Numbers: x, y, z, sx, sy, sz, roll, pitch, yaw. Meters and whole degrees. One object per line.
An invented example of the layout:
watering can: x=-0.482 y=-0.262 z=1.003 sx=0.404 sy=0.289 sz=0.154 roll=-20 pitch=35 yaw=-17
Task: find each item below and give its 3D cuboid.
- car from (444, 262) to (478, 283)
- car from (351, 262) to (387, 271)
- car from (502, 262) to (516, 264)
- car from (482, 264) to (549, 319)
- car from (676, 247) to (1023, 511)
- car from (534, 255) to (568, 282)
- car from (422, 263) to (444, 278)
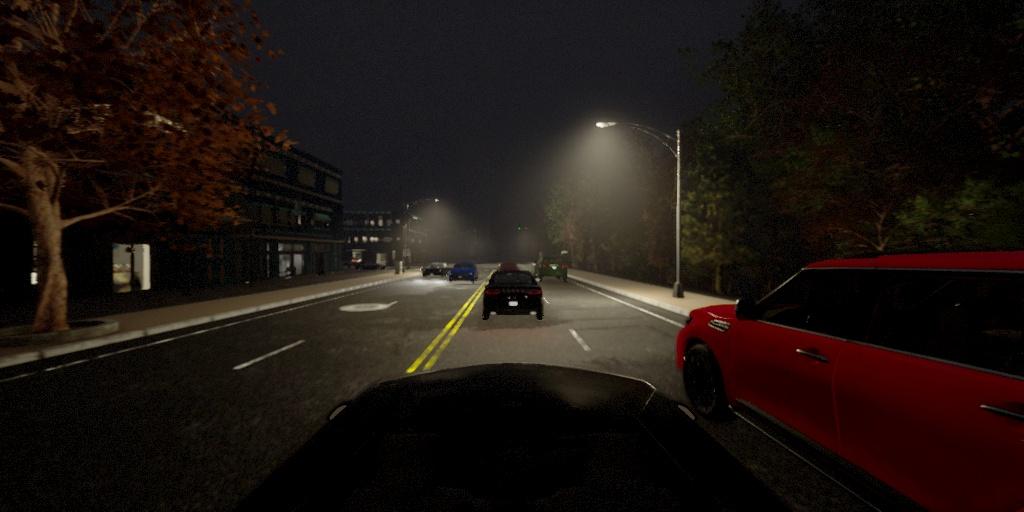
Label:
car: x=-3.671 y=1.202 z=27.679 sx=1.882 sy=1.535 sz=5.008 roll=0 pitch=0 yaw=-1
car: x=-20.688 y=1.520 z=52.717 sx=4.313 sy=1.339 sz=1.948 roll=0 pitch=0 yaw=-1
car: x=-0.261 y=1.248 z=29.820 sx=1.812 sy=1.442 sz=4.674 roll=0 pitch=0 yaw=-1
car: x=0.005 y=1.216 z=12.787 sx=1.882 sy=1.535 sz=5.008 roll=0 pitch=0 yaw=-1
car: x=3.356 y=0.970 z=2.654 sx=2.150 sy=2.045 sz=5.566 roll=0 pitch=0 yaw=0
car: x=3.011 y=0.944 z=28.578 sx=2.150 sy=2.045 sz=5.566 roll=0 pitch=0 yaw=-1
car: x=-7.005 y=1.321 z=33.458 sx=1.895 sy=1.301 sz=4.718 roll=0 pitch=0 yaw=-1
